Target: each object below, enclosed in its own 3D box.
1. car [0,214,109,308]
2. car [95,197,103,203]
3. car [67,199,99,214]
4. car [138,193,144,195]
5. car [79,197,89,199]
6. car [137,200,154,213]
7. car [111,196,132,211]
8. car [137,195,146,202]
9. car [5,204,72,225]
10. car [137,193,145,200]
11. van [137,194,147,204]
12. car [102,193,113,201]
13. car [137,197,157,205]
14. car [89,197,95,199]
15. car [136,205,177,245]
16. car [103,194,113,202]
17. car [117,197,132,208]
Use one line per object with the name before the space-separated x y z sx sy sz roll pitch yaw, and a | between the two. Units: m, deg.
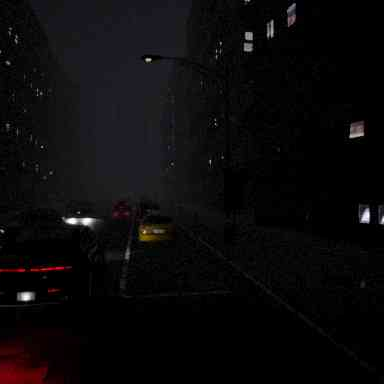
car | -3.188 1.509 7.994 1.837 1.490 4.892 0 0 -9
car | -17.072 1.565 57.639 1.887 1.381 4.507 1 0 -9
car | -9.967 1.582 30.285 1.994 1.385 4.181 0 0 -9
car | -8.809 1.447 59.045 1.967 1.590 4.097 1 0 -9
car | -14.385 1.568 41.235 1.887 1.381 4.507 1 0 -9
car | -5.229 1.592 37.173 1.802 1.307 4.206 1 0 -9
car | -8.399 1.540 40.160 1.812 1.442 4.674 0 0 -9
car | -11.495 1.444 75.449 1.967 1.590 4.097 1 0 -9
car | -7.761 1.562 16.732 2.033 1.411 5.357 0 0 -9
car | -14.180 1.312 91.852 2.192 1.841 5.009 1 0 -9
van | -9.702 1.347 64.512 1.690 1.788 3.998 1 0 -9
car | -21.546 1.328 84.978 2.192 1.841 5.009 1 0 -9
car | -3.435 1.448 26.238 1.967 1.590 4.097 1 0 -9
car | -15.279 1.463 46.703 1.967 1.590 4.097 1 0 -9
car | -1.674 1.529 15.470 1.752 1.417 4.829 1 0 -9
car | -20.655 1.566 79.510 2.008 1.369 4.403 1 0 -9
car | -10.101 1.561 50.333 2.033 1.411 5.357 0 0 -9
